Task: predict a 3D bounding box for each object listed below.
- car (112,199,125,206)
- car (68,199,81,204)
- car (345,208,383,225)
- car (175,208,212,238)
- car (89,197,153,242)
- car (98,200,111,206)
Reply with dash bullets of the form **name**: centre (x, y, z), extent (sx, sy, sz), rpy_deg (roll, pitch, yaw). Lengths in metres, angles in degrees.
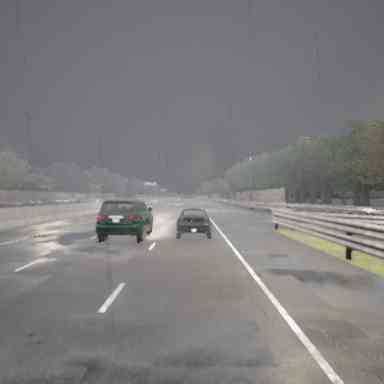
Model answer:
- **car**: centre (-17.519, 2.474, 79.864), extent (2.033, 1.411, 5.357), rpy_deg (0, -1, 0)
- **car**: centre (-28.018, 2.454, 79.503), extent (1.812, 1.442, 4.674), rpy_deg (0, -1, 0)
- **car**: centre (12.157, 1.904, 24.101), extent (1.812, 1.442, 4.674), rpy_deg (1, -1, -23)
- **car**: centre (0.101, 1.700, 19.147), extent (1.837, 1.490, 4.892), rpy_deg (0, -1, 0)
- **car**: centre (-3.387, 1.399, 17.567), extent (2.150, 2.045, 5.566), rpy_deg (0, -1, 0)
- **car**: centre (-21.019, 2.528, 79.815), extent (1.895, 1.301, 4.718), rpy_deg (0, -1, 0)
